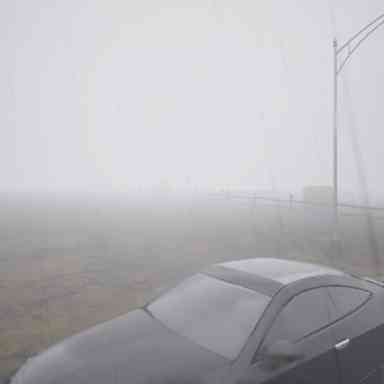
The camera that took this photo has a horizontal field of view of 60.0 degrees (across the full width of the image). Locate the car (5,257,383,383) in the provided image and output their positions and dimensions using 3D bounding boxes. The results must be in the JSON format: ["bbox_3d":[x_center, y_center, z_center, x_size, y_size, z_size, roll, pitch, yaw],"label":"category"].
[{"bbox_3d":[0.614,1.525,3.514,4.674,1.442,1.812,0,0,-36],"label":"car"}]
